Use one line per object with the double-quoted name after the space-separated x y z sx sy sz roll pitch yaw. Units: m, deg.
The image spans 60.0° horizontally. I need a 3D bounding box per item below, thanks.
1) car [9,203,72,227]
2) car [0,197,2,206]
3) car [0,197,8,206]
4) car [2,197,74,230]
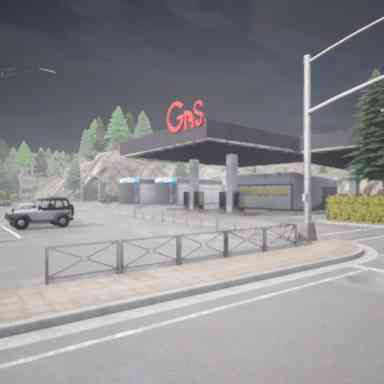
-10.780 1.549 23.758 3.806 1.475 1.970 0 0 -36 "car"
-30.791 1.518 51.563 5.027 1.636 2.152 0 0 -36 "car"
-32.662 1.527 54.082 4.514 1.523 2.007 0 0 -36 "car"
-9.339 1.265 20.700 3.866 1.878 1.905 0 0 -36 "car"
